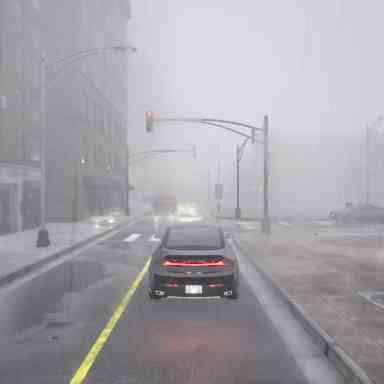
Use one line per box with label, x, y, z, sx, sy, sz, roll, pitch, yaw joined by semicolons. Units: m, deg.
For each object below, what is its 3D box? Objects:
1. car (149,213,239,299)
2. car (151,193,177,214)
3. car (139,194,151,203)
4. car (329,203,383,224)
car;0.060;1.505;8.409;1.837;1.490;4.892;0;0;1
car;-2.827;1.232;36.506;2.150;2.045;5.566;0;0;1
car;-8.388;1.294;70.081;5.566;2.045;2.150;0;0;9
car;12.066;1.515;23.797;4.181;1.385;1.994;0;0;0
